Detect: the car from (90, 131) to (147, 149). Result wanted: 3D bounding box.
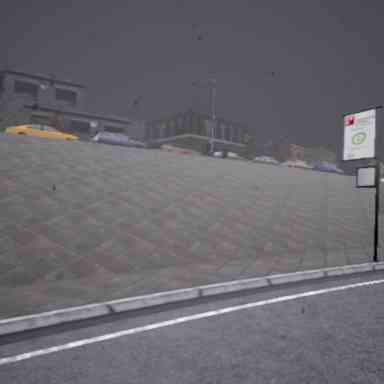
[{"bbox_3d":[-5.904,-3.884,26.951,4.553,1.767,2.185,3,-1,-30],"label":"car"}]

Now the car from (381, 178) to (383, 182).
[{"bbox_3d":[29.966,-1.435,53.091,4.674,1.452,2.002,5,-2,-40],"label":"car"}]

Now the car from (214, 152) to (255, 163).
[{"bbox_3d":[3.570,-3.218,32.979,4.674,1.452,2.002,3,-1,-33],"label":"car"}]

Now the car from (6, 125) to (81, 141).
[{"bbox_3d":[-10.660,-4.006,24.141,5.008,1.535,2.097,3,-1,-29],"label":"car"}]

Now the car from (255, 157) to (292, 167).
[{"bbox_3d":[8.048,-3.015,36.029,4.892,1.521,2.231,3,-1,-34],"label":"car"}]

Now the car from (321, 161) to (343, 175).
[{"bbox_3d":[17.138,-2.708,42.647,5.566,2.045,2.435,4,-2,-37],"label":"car"}]

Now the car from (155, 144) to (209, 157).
[{"bbox_3d":[-1.053,-3.474,29.974,4.792,1.488,2.163,3,-1,-32],"label":"car"}]

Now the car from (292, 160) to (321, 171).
[{"bbox_3d":[12.634,-2.872,39.304,4.553,1.767,2.185,3,-1,-36],"label":"car"}]
